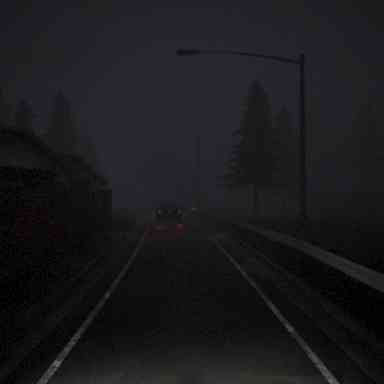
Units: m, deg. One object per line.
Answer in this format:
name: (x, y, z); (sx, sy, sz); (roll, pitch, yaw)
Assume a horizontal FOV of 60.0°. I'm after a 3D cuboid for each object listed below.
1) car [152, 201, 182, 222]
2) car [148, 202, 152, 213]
car: (-2.152, 1.642, 29.351); (2.097, 1.767, 4.553); (0, -1, -9)
car: (-4.757, 1.963, 44.205); (1.812, 1.442, 4.674); (0, 0, -11)
